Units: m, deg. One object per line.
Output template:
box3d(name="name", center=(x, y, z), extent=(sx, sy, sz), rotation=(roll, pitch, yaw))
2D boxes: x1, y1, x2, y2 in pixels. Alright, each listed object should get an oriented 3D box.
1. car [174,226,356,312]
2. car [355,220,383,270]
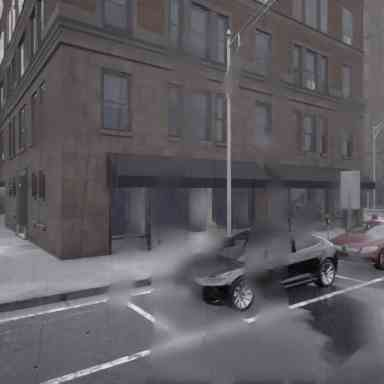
box3d(name="car", center=(1.640, 1.566, 7.704), extent=(4.313, 1.339, 1.947), rotation=(0, 0, -35))
box3d(name="car", center=(6.119, 1.582, 10.898), extent=(4.206, 1.307, 1.802), rotation=(0, 0, -35))
